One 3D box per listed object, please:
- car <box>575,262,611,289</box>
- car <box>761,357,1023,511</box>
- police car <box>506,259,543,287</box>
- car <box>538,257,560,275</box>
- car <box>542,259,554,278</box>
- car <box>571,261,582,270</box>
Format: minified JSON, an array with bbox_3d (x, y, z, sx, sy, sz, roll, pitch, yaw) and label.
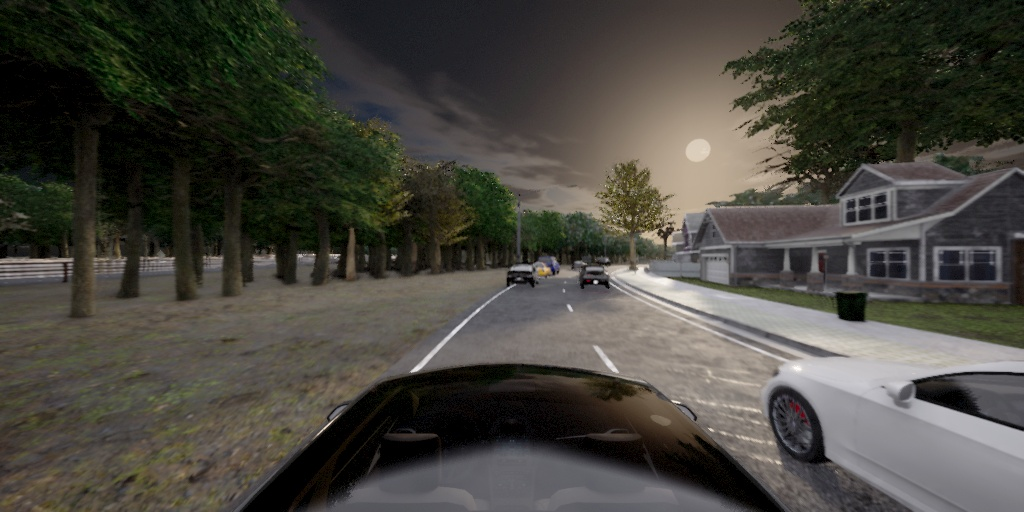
[{"bbox_3d":[5.486,1.355,24.377,1.837,1.490,4.892,0,0,8],"label":"car"},{"bbox_3d":[3.671,1.293,2.020,1.812,1.442,4.674,0,0,0],"label":"car"},{"bbox_3d":[0.843,1.259,25.409,1.930,1.638,5.238,0,0,9],"label":"police car"},{"bbox_3d":[4.119,1.103,40.908,2.150,2.045,5.566,0,0,15],"label":"car"},{"bbox_3d":[2.733,1.317,35.263,1.801,1.575,5.366,0,0,13],"label":"car"},{"bbox_3d":[10.893,1.464,58.111,1.812,1.442,4.674,0,0,24],"label":"car"}]
